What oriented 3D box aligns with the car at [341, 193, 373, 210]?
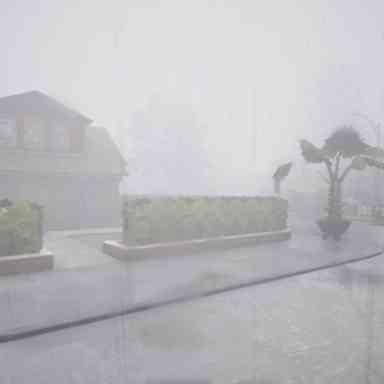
[{"bbox_3d":[17.599,0.996,36.347,3.866,1.878,1.905,0,0,0],"label":"car"}]
